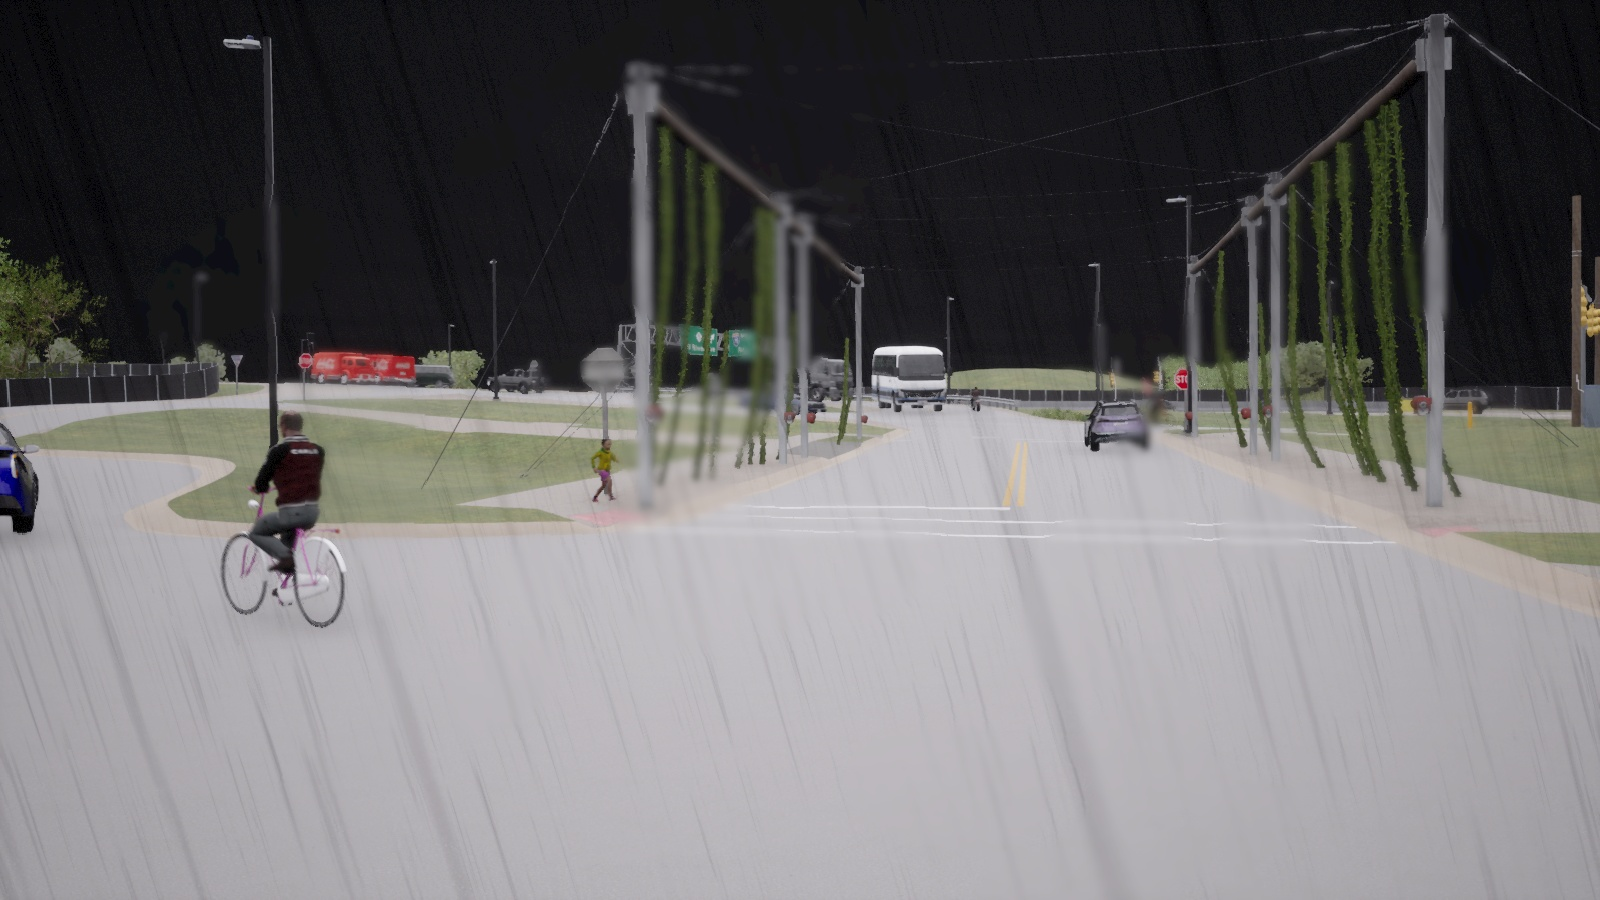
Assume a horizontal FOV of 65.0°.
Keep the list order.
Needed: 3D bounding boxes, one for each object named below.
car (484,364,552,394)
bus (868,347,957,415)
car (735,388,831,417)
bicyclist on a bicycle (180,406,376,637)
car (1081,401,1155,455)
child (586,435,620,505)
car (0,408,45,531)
[{"bbox_3d":[-20.417,-5.139,90.872,4.605,1.855,1.932,5,4,30],"label":"car"},{"bbox_3d":[7.266,-4.701,83.356,3.944,4.253,10.273,-1,4,-6],"label":"bus"},{"bbox_3d":[-1.026,-2.766,72.887,5.357,1.411,2.033,5,4,35],"label":"car"},{"bbox_3d":[-4.374,0.527,10.462,1.843,1.776,0.659,2,2,37],"label":"bicyclist on a bicycle"},{"bbox_3d":[10.636,-0.795,42.278,2.033,1.649,4.856,0,3,10],"label":"car"},{"bbox_3d":[-3.310,0.326,21.139,0.473,1.160,0.299,1,1,30],"label":"child"},{"bbox_3d":[-11.952,0.198,17.843,2.007,1.525,4.514,-1,3,-32],"label":"car"}]
